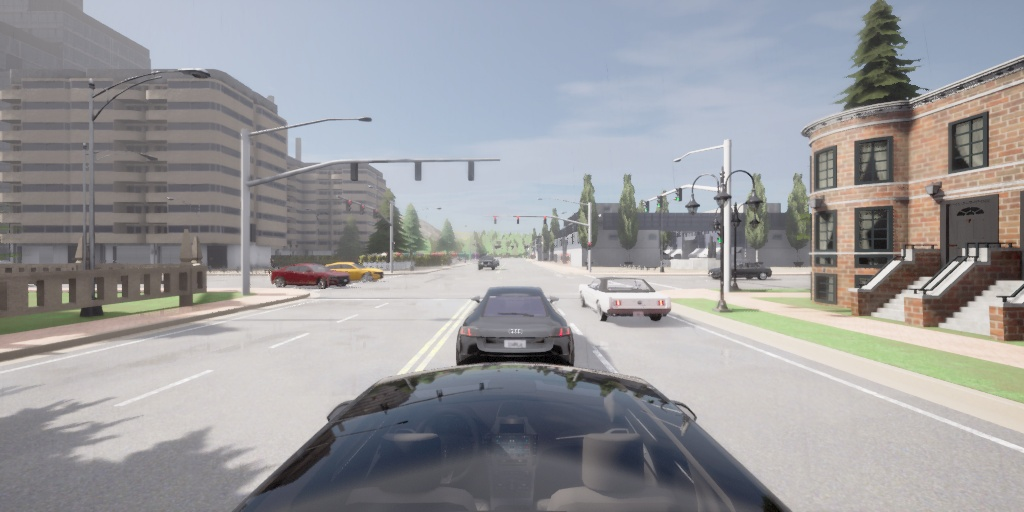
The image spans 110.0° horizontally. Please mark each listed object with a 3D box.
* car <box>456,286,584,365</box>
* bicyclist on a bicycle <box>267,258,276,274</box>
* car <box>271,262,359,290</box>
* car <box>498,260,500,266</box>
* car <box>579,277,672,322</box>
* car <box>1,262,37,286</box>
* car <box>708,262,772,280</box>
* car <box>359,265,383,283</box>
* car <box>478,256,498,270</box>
[{"bbox_3d":[0.063,1.314,7.497,1.994,1.385,4.181,0,0,0],"label":"car"},{"bbox_3d":[-25.251,1.052,37.744,0.582,1.620,1.656,0,0,0],"label":"bicyclist on a bicycle"},{"bbox_3d":[-12.465,1.227,22.332,5.008,1.535,1.882,0,-1,15],"label":"car"},{"bbox_3d":[-3.570,1.314,61.941,1.994,1.385,4.181,0,0,0],"label":"car"},{"bbox_3d":[3.581,1.351,12.346,1.895,1.301,4.718,0,0,0],"label":"car"},{"bbox_3d":[-33.327,1.297,23.267,5.357,1.411,2.033,0,0,0],"label":"car"},{"bbox_3d":[19.085,1.255,30.136,4.892,1.490,1.837,0,0,-1],"label":"car"},{"bbox_3d":[-12.382,1.227,27.167,5.008,1.535,1.882,0,0,-6],"label":"car"},{"bbox_3d":[-3.591,0.971,51.968,2.150,2.045,5.566,0,0,0],"label":"car"}]
